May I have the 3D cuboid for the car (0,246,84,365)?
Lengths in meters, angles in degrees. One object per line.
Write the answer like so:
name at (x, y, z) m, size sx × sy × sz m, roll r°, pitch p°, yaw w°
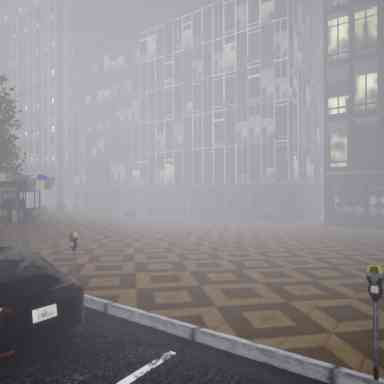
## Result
car at (-3.549, 1.566, 5.405) m, size 4.313 × 1.339 × 1.947 m, roll 0°, pitch 0°, yaw 35°
